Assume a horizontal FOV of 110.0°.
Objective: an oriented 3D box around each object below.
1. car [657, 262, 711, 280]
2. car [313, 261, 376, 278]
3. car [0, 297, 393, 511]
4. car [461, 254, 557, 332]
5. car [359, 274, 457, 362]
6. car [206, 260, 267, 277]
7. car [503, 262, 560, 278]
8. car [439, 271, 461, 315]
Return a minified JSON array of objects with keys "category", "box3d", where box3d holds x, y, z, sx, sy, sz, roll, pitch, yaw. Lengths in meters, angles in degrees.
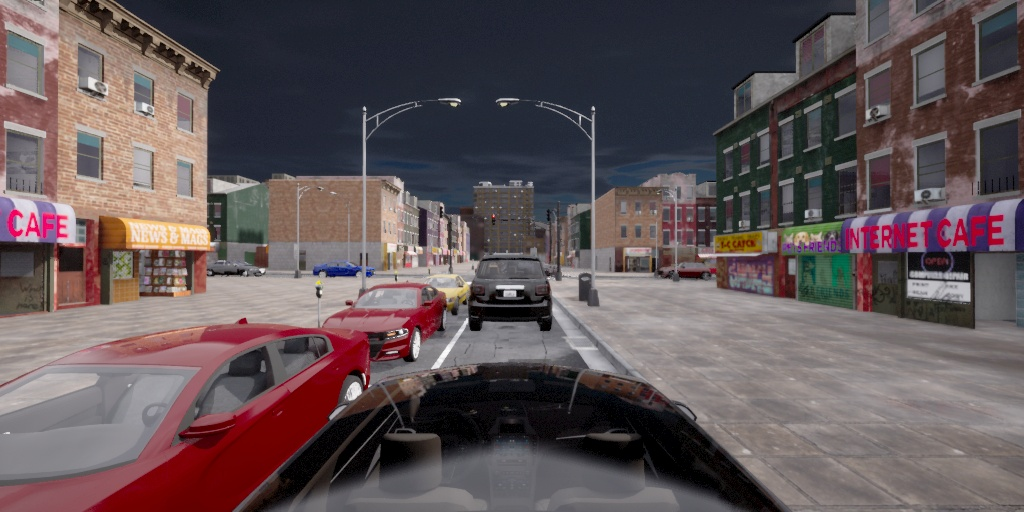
[{"category":"car","box3d":[16.189,1.349,33.908,4.553,1.767,2.097,1,0,0]},{"category":"car","box3d":[-14.357,1.156,30.828,5.008,1.535,1.882,0,0,-1]},{"category":"car","box3d":[-2.636,1.295,2.741,1.888,1.381,4.507,0,0,0]},{"category":"car","box3d":[-0.019,0.976,11.053,2.150,2.045,5.566,0,0,1]},{"category":"car","box3d":[-2.631,1.298,8.235,1.888,1.381,4.507,0,0,0]},{"category":"car","box3d":[-23.856,1.102,30.792,4.902,1.511,2.128,0,0,0]},{"category":"car","box3d":[1.912,1.371,35.852,5.357,1.411,2.033,1,1,33]},{"category":"car","box3d":[-2.626,1.283,13.559,1.751,1.417,4.829,0,0,0]}]
